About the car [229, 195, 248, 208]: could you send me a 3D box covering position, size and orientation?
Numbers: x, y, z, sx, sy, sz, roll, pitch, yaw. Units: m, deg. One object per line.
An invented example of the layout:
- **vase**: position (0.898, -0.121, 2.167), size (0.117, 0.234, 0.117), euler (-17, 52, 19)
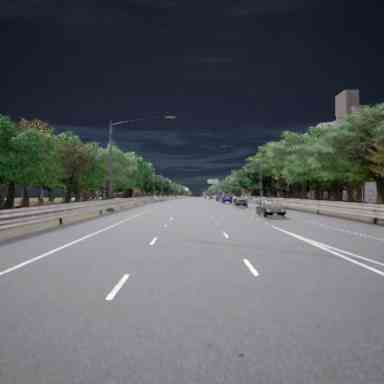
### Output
- **car**: position (7.045, 1.511, 49.097), size (1.837, 1.490, 4.892), euler (0, 0, 0)

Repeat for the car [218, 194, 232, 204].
- **car**: position (7.122, 1.335, 68.397), size (2.150, 2.045, 5.566), euler (0, 0, 0)

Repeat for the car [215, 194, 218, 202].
- **car**: position (7.222, 1.508, 85.435), size (2.150, 2.045, 5.566), euler (0, -1, 0)

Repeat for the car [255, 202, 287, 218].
- **car**: position (7.005, 1.594, 30.085), size (1.895, 1.301, 4.718), euler (0, 0, 0)
